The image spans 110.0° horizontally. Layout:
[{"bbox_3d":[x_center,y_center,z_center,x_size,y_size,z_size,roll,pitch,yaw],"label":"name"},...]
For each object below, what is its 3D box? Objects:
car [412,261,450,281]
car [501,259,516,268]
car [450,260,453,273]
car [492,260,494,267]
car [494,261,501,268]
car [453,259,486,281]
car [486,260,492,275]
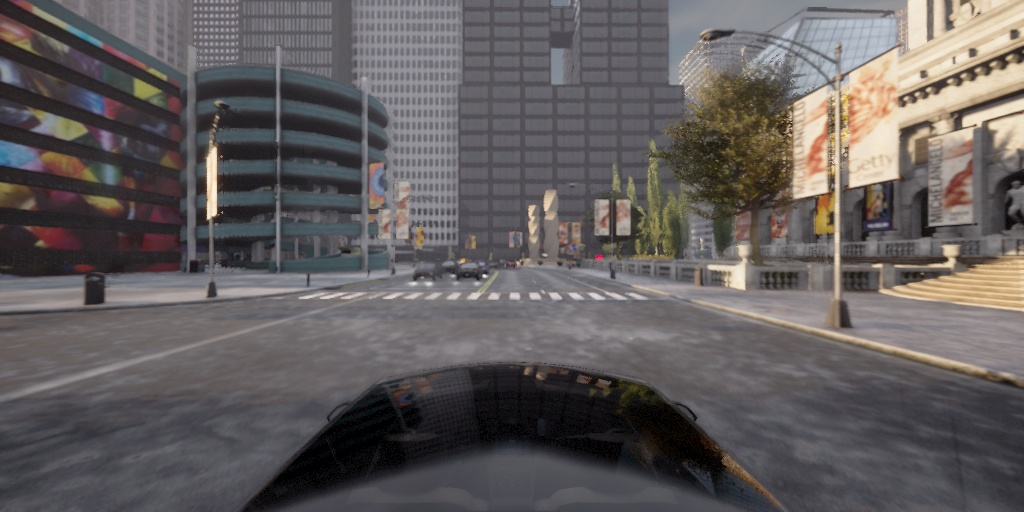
[{"bbox_3d":[-7.089,1.323,31.034,2.033,1.411,5.357,0,0,0],"label":"car"},{"bbox_3d":[-1.043,1.307,62.802,1.837,1.490,4.892,0,0,-29],"label":"car"},{"bbox_3d":[-7.079,1.262,40.860,1.882,1.535,5.008,0,0,0],"label":"car"},{"bbox_3d":[-4.253,1.284,50.557,2.128,1.511,4.902,0,0,-10],"label":"car"},{"bbox_3d":[-4.029,1.365,60.959,1.994,1.385,4.181,0,0,-25],"label":"car"},{"bbox_3d":[-3.594,1.253,31.182,1.882,1.535,5.008,0,0,0],"label":"car"},{"bbox_3d":[-3.596,1.309,40.215,1.812,1.442,4.674,0,0,0],"label":"car"}]
